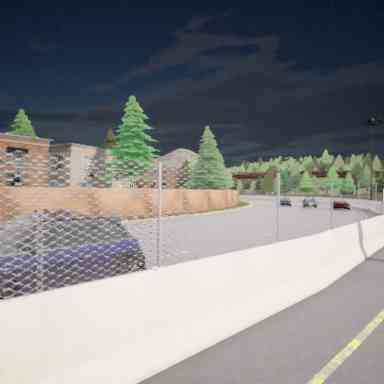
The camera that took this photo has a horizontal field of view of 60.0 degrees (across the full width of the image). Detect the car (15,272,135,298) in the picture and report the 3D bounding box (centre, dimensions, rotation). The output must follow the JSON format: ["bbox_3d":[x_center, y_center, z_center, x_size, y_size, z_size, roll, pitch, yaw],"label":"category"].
[{"bbox_3d":[-3.249,1.346,6.990,2.097,1.767,4.553,0,0,44],"label":"car"}]
